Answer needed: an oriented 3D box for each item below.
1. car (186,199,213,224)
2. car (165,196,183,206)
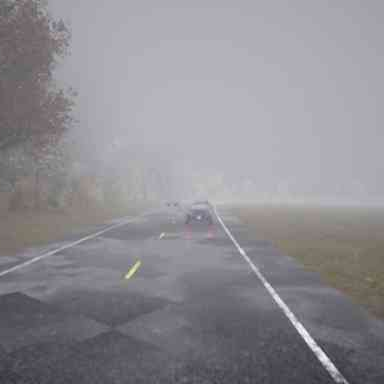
[{"bbox_3d":[0.522,1.497,24.188,1.812,1.442,4.674,0,0,2],"label":"car"},{"bbox_3d":[-2.292,1.259,42.775,1.882,1.535,5.008,0,0,3],"label":"car"}]
